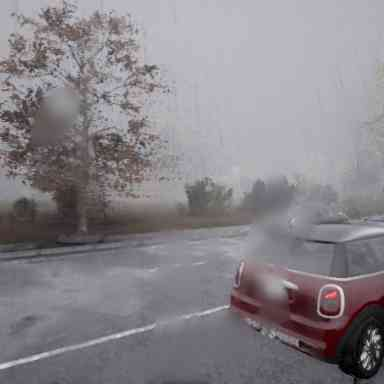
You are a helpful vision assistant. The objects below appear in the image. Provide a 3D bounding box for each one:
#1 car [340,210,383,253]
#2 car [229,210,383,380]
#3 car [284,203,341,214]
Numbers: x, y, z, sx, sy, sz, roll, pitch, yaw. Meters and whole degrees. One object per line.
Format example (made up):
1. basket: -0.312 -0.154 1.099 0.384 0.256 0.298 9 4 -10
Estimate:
1. car: 8.361 1.550 13.931 4.181 1.385 1.994 0 0 -34
2. car: 2.866 1.347 5.715 4.553 1.767 2.097 0 0 -35
3. car: 5.678 1.337 16.345 4.553 1.767 2.097 0 0 -34
